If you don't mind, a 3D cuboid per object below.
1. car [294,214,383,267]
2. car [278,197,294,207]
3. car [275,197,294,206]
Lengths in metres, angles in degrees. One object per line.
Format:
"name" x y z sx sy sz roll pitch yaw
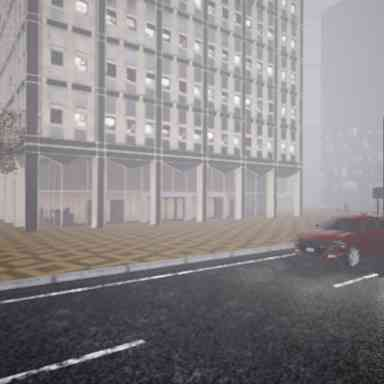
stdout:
"car" 5.699 1.558 11.870 5.008 1.535 1.882 1 0 -36
"car" 18.813 2.203 66.791 1.882 1.535 5.008 0 -1 -9
"car" 20.657 2.049 74.619 2.150 2.045 5.566 0 -1 -9
